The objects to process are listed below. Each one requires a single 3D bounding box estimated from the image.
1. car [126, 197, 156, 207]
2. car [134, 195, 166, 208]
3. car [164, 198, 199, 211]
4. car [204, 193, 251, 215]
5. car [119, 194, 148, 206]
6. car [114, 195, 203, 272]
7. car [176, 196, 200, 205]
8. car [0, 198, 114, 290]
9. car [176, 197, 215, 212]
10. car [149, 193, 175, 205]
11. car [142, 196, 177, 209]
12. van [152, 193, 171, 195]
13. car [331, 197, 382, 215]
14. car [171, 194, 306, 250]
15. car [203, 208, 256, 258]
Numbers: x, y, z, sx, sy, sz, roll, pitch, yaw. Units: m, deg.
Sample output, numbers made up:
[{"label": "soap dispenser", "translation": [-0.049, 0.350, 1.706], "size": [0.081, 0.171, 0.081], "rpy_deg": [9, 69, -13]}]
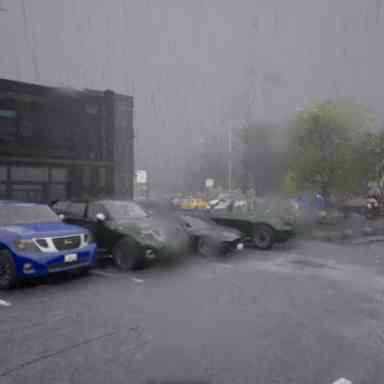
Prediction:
[{"label": "car", "translation": [-7.950, 1.503, 52.532], "size": [2.002, 1.452, 4.674], "rpy_deg": [-1, 0, 36]}, {"label": "car", "translation": [-6.297, 1.337, 50.019], "size": [2.185, 1.767, 4.553], "rpy_deg": [-1, 0, 36]}, {"label": "car", "translation": [-1.232, 1.500, 42.572], "size": [2.002, 1.452, 4.674], "rpy_deg": [-1, 0, 36]}, {"label": "car", "translation": [3.823, 1.208, 35.084], "size": [2.435, 2.045, 5.566], "rpy_deg": [0, 1, 36]}, {"label": "car", "translation": [-9.604, 1.338, 55.046], "size": [2.185, 1.767, 4.553], "rpy_deg": [0, 1, 36]}, {"label": "car", "translation": [-2.720, 1.229, 11.117], "size": [5.566, 2.045, 2.435], "rpy_deg": [-1, -1, 34]}, {"label": "car", "translation": [-0.700, 1.478, 58.652], "size": [1.837, 1.490, 4.892], "rpy_deg": [0, 0, -34]}, {"label": "car", "translation": [-5.129, 1.233, 9.399], "size": [5.566, 2.045, 2.435], "rpy_deg": [-1, -1, 34]}, {"label": "car", "translation": [0.567, 1.454, 40.238], "size": [1.946, 1.575, 5.366], "rpy_deg": [-1, 0, 36]}, {"label": "car", "translation": [-5.250, 1.198, 58.074], "size": [2.150, 2.045, 5.566], "rpy_deg": [0, 0, -34]}, {"label": "car", "translation": [-4.583, 1.461, 47.553], "size": [2.097, 1.535, 5.008], "rpy_deg": [0, 1, 36]}, {"label": "van", "translation": [-2.977, 1.237, 44.962], "size": [1.878, 1.987, 4.442], "rpy_deg": [0, 1, 36]}, {"label": "car", "translation": [16.261, 1.319, 33.252], "size": [2.097, 1.767, 4.553], "rpy_deg": [0, 0, -31]}, {"label": "car", "translation": [2.042, 1.223, 14.574], "size": [5.566, 2.045, 2.435], "rpy_deg": [-1, 0, 35]}, {"label": "car", "translation": [-0.308, 1.507, 12.845], "size": [4.792, 1.488, 2.163], "rpy_deg": [-1, -1, 34]}]
